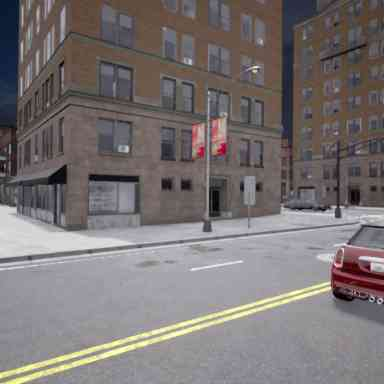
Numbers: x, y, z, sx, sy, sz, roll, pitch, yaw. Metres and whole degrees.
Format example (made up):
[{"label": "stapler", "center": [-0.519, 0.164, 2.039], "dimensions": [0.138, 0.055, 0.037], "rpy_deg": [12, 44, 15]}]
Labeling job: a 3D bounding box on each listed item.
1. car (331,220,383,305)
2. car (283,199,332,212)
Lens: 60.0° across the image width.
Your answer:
[{"label": "car", "center": [5.017, 1.355, 7.105], "dimensions": [4.553, 1.767, 2.097], "rpy_deg": [0, 0, -36]}, {"label": "car", "center": [12.897, 1.468, 37.465], "dimensions": [2.033, 1.411, 5.357], "rpy_deg": [1, 0, -36]}]
